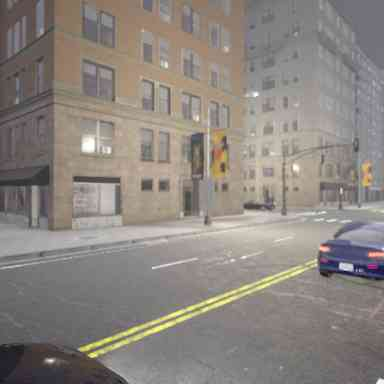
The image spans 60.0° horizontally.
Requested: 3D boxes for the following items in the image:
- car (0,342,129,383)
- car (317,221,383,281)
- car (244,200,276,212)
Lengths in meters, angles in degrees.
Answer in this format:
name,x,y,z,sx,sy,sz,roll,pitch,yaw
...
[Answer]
name,x,y,z,sx,sy,sz,roll,pitch,yaw
car,-2.082,1.564,1.404,1.994,1.385,4.181,0,0,42
car,5.039,1.527,9.223,1.812,1.442,4.674,0,0,42
car,7.430,1.587,39.020,4.718,1.301,1.895,0,0,43
